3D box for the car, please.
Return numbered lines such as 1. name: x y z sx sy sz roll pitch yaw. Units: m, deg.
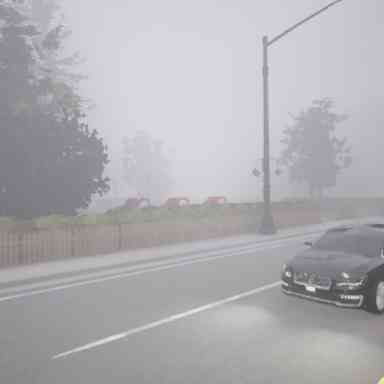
1. car: 3.990 1.537 7.813 4.892 1.490 1.837 0 -1 -42
